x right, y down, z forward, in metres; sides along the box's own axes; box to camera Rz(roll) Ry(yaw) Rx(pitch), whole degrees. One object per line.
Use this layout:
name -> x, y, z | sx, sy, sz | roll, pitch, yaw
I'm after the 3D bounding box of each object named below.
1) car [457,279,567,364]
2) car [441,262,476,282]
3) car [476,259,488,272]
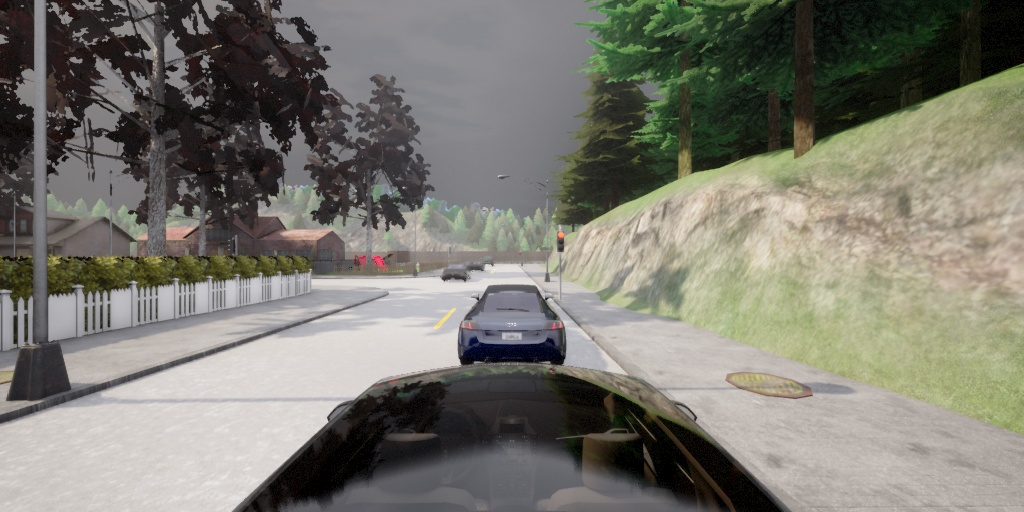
car -> 0.004, 1.314, 8.014 | 1.994, 1.385, 4.181 | 0, 0, 0
car -> -4.350, 1.297, 28.839 | 2.033, 1.411, 5.357 | 0, 0, -1
car -> -4.501, 1.350, 45.392 | 1.895, 1.301, 4.718 | 0, 0, -1
